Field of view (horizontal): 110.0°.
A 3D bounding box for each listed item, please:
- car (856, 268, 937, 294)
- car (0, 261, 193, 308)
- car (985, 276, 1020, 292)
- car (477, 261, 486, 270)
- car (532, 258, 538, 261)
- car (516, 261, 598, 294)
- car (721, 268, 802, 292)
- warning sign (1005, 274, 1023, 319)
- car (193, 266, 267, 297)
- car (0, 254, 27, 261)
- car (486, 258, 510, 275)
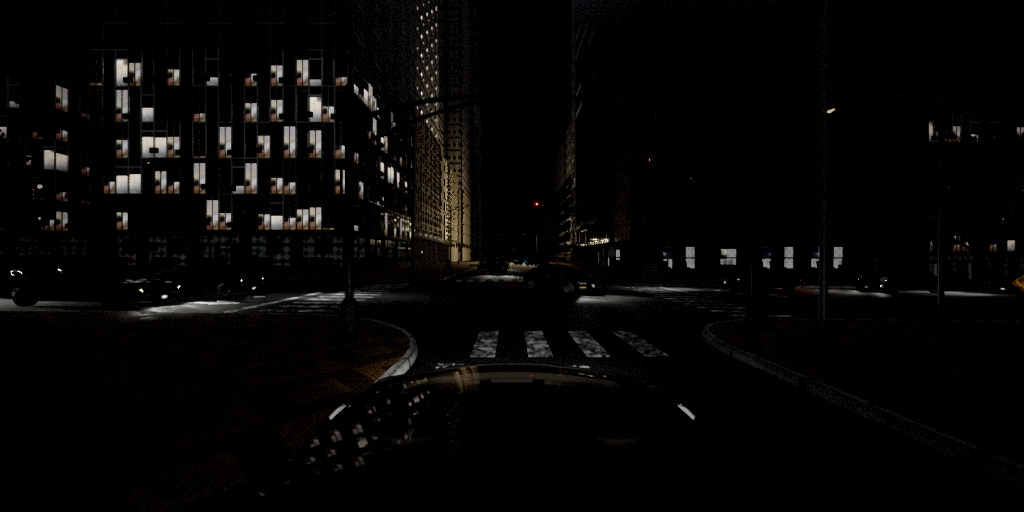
[{"bbox_3d":[26.746,1.606,24.885,4.553,1.767,2.097,1,0,-3],"label":"car"},{"bbox_3d":[-15.290,1.042,13.035,5.357,1.411,2.033,1,0,0],"label":"car"},{"bbox_3d":[36.761,2.035,25.336,4.718,1.301,1.895,1,0,-2],"label":"car"},{"bbox_3d":[-3.994,1.343,51.050,1.802,1.307,4.207,0,0,0],"label":"car"},{"bbox_3d":[3.955,1.329,45.552,1.948,1.339,4.313,0,0,0],"label":"car"},{"bbox_3d":[2.705,1.297,20.836,1.837,1.490,4.892,-2,2,-41],"label":"car"},{"bbox_3d":[16.900,1.569,24.437,4.902,1.511,2.128,1,0,-3],"label":"car"},{"bbox_3d":[17.281,1.204,11.741,1.060,1.860,1.300,0,0,-3],"label":"warning sign"},{"bbox_3d":[-14.011,1.118,16.315,4.718,1.301,1.895,1,0,-3],"label":"car"},{"bbox_3d":[-22.916,0.706,15.911,4.553,1.767,2.097,1,0,-3],"label":"car"},{"bbox_3d":[-1.484,1.244,39.279,1.882,1.535,5.008,0,0,0],"label":"car"}]
